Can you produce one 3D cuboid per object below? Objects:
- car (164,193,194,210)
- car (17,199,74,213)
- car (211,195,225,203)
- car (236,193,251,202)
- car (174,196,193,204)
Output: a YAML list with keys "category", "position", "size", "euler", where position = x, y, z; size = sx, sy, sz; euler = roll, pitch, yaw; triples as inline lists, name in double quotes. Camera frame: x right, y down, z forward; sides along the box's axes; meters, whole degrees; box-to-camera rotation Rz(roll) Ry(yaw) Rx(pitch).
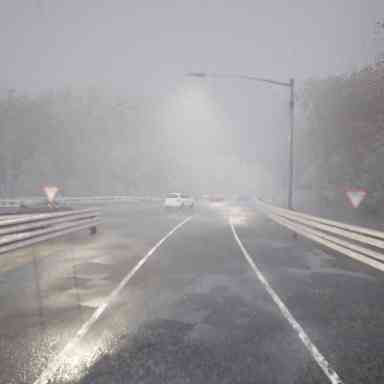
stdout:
- category: "car"
  position: [-1.526, 1.182, 41.693]
  size: [2.150, 2.045, 5.566]
  euler: [1, 0, 21]
- category: "car"
  position: [-11.301, 1.343, 26.126]
  size: [1.837, 1.490, 4.892]
  euler: [1, 0, 21]
- category: "car"
  position: [5.385, 1.457, 69.255]
  size: [1.882, 1.535, 5.008]
  euler: [1, 0, 21]
- category: "car"
  position: [12.296, 1.290, 77.404]
  size: [2.150, 2.045, 5.566]
  euler: [1, 0, 21]
- category: "car"
  position: [-1.494, 1.452, 61.177]
  size: [1.994, 1.385, 4.181]
  euler: [1, 0, 21]
